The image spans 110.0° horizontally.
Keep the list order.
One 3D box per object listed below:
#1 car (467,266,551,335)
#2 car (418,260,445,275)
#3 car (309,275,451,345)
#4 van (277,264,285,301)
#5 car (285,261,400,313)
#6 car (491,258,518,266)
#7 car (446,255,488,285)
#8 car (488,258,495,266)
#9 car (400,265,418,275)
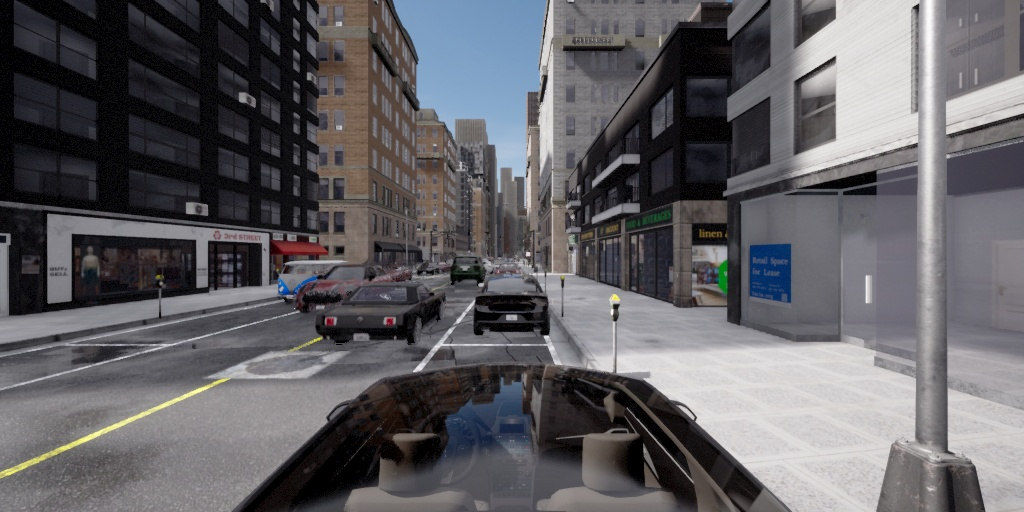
[{"bbox_3d":[-0.006,1.228,10.500,1.882,1.535,5.008,0,0,0],"label":"car"},{"bbox_3d":[-8.813,1.322,38.333,1.948,1.339,4.313,0,0,0],"label":"car"},{"bbox_3d":[-3.044,1.351,9.489,1.895,1.301,4.718,0,0,0],"label":"car"},{"bbox_3d":[-8.813,1.091,16.328,1.690,1.789,3.998,0,0,0],"label":"van"},{"bbox_3d":[-6.245,1.102,13.947,2.097,1.767,4.553,0,0,0],"label":"car"},{"bbox_3d":[-0.288,1.193,27.330,1.967,1.591,4.097,0,0,0],"label":"car"},{"bbox_3d":[-3.137,0.973,26.267,2.150,2.045,5.566,0,0,-1],"label":"car"},{"bbox_3d":[-3.047,1.284,41.289,1.812,1.442,4.674,0,0,0],"label":"car"},{"bbox_3d":[-8.813,1.335,27.331,1.802,1.307,4.207,0,0,0],"label":"car"}]
